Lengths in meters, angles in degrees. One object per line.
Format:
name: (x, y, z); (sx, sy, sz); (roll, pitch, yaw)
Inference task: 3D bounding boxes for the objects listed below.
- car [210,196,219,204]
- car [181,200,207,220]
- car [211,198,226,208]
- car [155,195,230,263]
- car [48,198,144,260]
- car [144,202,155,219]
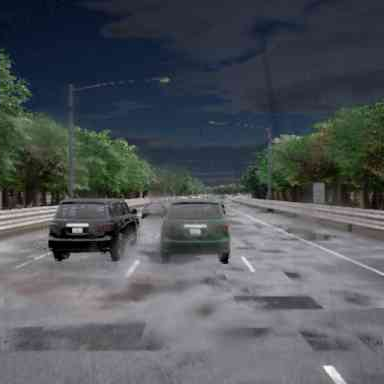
car: (5.165, 1.739, 76.804); (2.097, 1.767, 4.553); (0, -1, 3)
car: (0.168, 1.554, 29.782); (2.128, 1.511, 4.902); (0, 0, 1)
car: (3.997, 1.704, 51.050); (2.033, 1.411, 5.357); (0, 0, 2)
car: (0.101, 1.233, 12.173); (2.150, 2.045, 5.566); (0, 0, 0)
car: (-3.400, 1.235, 12.554); (2.150, 2.045, 5.566); (0, 0, 0)
car: (-3.325, 1.628, 30.349); (1.994, 1.385, 4.181); (0, 0, 1)
